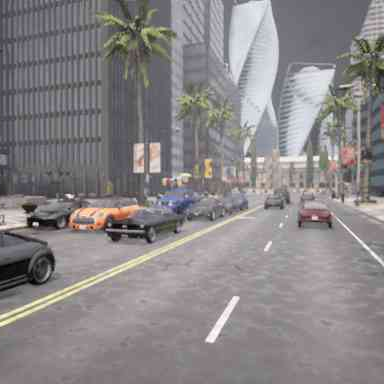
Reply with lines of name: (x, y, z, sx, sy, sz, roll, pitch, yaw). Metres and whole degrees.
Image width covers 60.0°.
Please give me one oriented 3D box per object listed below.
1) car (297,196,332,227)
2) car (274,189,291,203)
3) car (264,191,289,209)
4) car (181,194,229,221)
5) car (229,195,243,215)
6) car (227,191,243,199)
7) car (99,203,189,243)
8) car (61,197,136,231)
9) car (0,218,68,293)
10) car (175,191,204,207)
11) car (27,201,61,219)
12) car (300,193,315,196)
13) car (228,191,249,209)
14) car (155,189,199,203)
car: (7.464, 1.231, 20.352, 1.812, 1.442, 4.674, 0, 1, 19)
car: (12.647, 0.543, 46.989, 2.150, 2.045, 5.566, 0, 1, 19)
car: (8.796, 0.982, 35.270, 2.128, 1.511, 4.902, 0, 1, 18)
car: (1.069, 1.159, 23.897, 1.837, 1.490, 4.892, 0, 1, 19)
car: (2.755, 1.198, 28.539, 1.994, 1.385, 4.181, 0, 1, 19)
car: (8.855, 0.497, 68.211, 2.231, 1.521, 4.892, 0, 1, 18)
car: (-1.932, 1.381, 15.072, 1.895, 1.301, 4.718, 0, 1, 18)
car: (-4.575, 1.087, 18.163, 2.097, 1.767, 4.553, 0, 1, 19)
car: (-4.780, 1.466, 6.656, 1.994, 1.385, 4.181, 0, 1, 19)
car: (-0.274, 0.771, 40.291, 2.185, 1.767, 4.553, 0, 1, 18)
car: (-7.374, 1.228, 19.545, 2.161, 1.482, 4.786, 0, 1, 18)
car: (16.301, 0.814, 46.929, 2.128, 1.511, 4.902, 0, 1, 18)
car: (4.344, 0.868, 33.466, 2.097, 1.767, 4.553, 0, 1, 19)
car: (-1.223, 0.815, 28.013, 2.150, 2.045, 5.566, 0, 1, 19)
